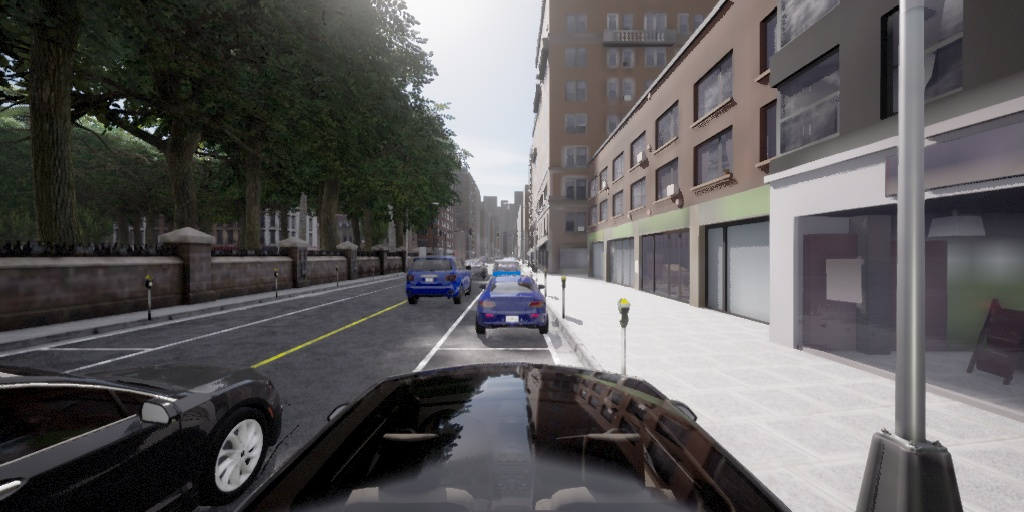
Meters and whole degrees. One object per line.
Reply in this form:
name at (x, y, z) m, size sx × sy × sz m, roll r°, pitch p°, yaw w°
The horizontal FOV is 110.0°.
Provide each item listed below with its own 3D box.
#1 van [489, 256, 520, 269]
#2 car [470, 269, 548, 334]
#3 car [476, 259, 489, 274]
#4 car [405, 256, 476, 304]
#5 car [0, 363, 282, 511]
van at (-0.289, 1.082, 21.849) m, size 1.690 × 1.789 × 3.998 m, roll 0°, pitch 0°, yaw 0°
car at (0.004, 1.273, 10.500) m, size 1.812 × 1.442 × 4.674 m, roll 0°, pitch 0°, yaw 0°
car at (-3.145, 1.230, 31.289) m, size 2.128 × 1.511 × 4.902 m, roll 0°, pitch 0°, yaw 0°
car at (-3.145, 1.004, 16.318) m, size 2.150 × 2.045 × 5.566 m, roll 0°, pitch 0°, yaw 0°
car at (-3.146, 1.255, 1.501) m, size 1.837 × 1.490 × 4.892 m, roll 0°, pitch 0°, yaw 0°
